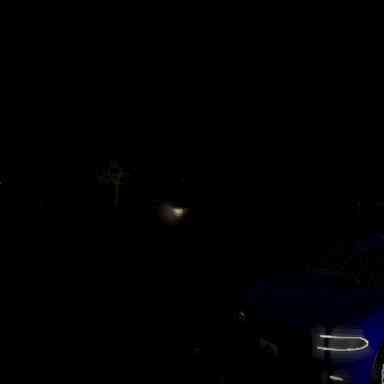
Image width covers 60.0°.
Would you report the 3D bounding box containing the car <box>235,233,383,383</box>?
[{"bbox_3d":[2.874,1.432,5.157,5.008,1.535,1.882,0,0,-36],"label":"car"}]
